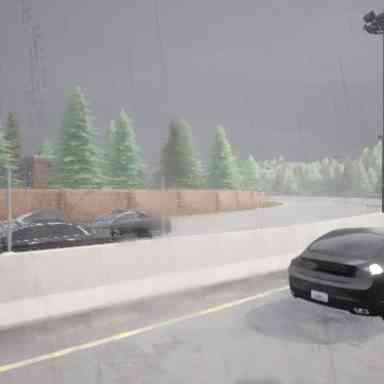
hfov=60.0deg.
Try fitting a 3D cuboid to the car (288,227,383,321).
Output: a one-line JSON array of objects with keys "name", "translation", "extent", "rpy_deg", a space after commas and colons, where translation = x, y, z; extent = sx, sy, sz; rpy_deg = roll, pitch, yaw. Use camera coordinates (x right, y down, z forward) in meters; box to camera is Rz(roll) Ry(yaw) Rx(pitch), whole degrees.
[{"name": "car", "translation": [4.037, 1.523, 7.201], "extent": [4.892, 1.490, 1.837], "rpy_deg": [0, 0, -39]}]

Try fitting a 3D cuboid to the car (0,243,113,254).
[{"name": "car", "translation": [-4.636, 1.547, 9.422], "extent": [4.892, 1.490, 1.837], "rpy_deg": [1, -1, -37]}]
